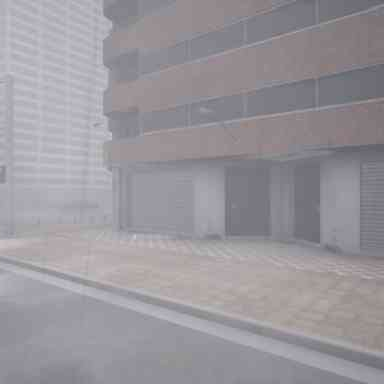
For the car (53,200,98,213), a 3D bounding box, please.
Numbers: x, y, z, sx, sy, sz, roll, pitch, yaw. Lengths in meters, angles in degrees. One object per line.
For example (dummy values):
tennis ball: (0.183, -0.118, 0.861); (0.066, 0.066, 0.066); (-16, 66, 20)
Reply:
car: (-13.116, 1.601, 37.610); (1.895, 1.301, 4.718); (0, 0, 37)
